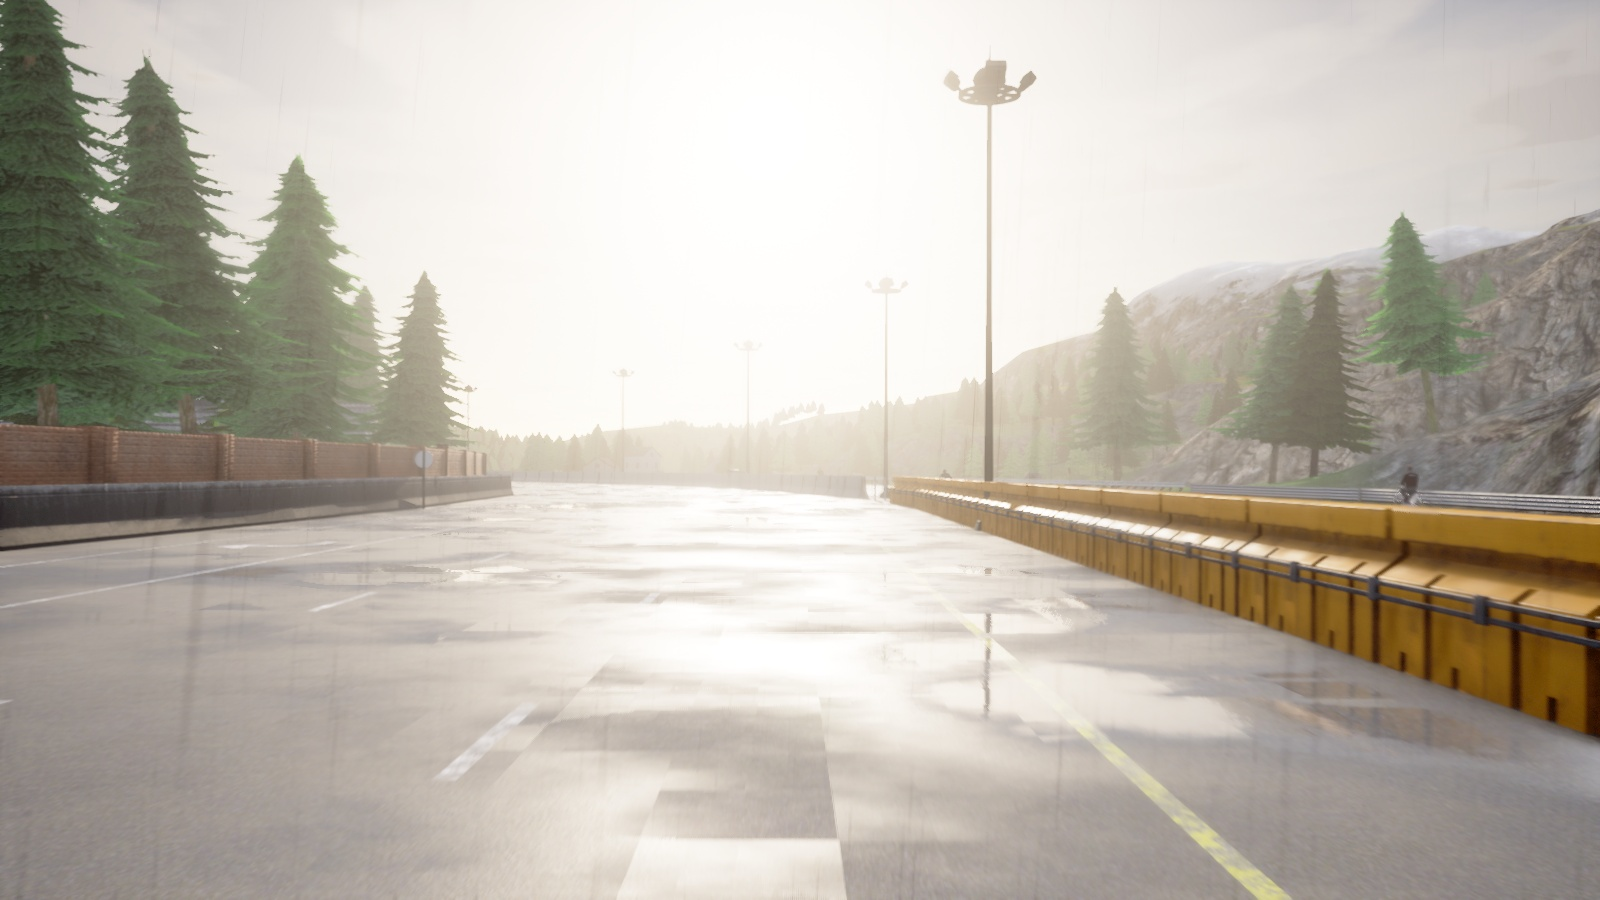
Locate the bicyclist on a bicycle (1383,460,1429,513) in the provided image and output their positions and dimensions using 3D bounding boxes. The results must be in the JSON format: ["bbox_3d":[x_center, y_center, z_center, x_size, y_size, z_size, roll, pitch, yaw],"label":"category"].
[{"bbox_3d":[20.925,1.249,43.390,0.659,1.776,1.843,0,-1,0],"label":"bicyclist on a bicycle"}]
